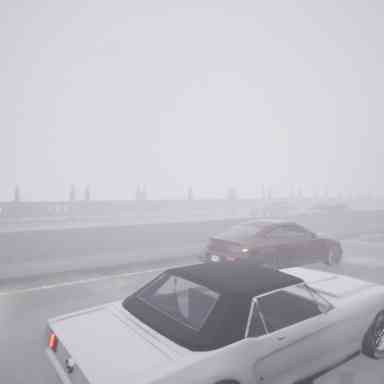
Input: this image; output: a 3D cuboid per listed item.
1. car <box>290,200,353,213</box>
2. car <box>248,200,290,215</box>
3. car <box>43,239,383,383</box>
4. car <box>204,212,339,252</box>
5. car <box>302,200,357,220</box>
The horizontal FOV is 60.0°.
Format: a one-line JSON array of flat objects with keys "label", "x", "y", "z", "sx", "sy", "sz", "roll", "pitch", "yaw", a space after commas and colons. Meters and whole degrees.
[{"label": "car", "x": 9.393, "y": 1.508, "z": 23.305, "sx": 4.892, "sy": 1.490, "sz": 1.837, "roll": 0, "pitch": 0, "yaw": -34}, {"label": "car", "x": 7.290, "y": 1.509, "z": 30.332, "sx": 4.892, "sy": 1.490, "sz": 1.837, "roll": 0, "pitch": 0, "yaw": -34}, {"label": "car", "x": 0.781, "y": 1.601, "z": 4.303, "sx": 4.718, "sy": 1.301, "sz": 1.895, "roll": 0, "pitch": 0, "yaw": -35}, {"label": "car", "x": 2.474, "y": 1.527, "z": 9.789, "sx": 4.674, "sy": 1.442, "sz": 1.812, "roll": 0, "pitch": 0, "yaw": -35}, {"label": "car", "x": 12.203, "y": 1.495, "z": 29.413, "sx": 4.902, "sy": 1.511, "sz": 2.128, "roll": 0, "pitch": 0, "yaw": -34}]
